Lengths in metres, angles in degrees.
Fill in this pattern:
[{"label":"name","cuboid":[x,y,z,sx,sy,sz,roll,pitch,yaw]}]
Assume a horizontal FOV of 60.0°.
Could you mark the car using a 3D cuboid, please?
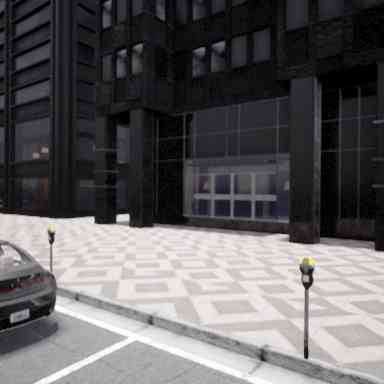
[{"label":"car","cuboid":[-4.202,1.505,5.977,4.403,1.369,2.008,0,0,36]}]
